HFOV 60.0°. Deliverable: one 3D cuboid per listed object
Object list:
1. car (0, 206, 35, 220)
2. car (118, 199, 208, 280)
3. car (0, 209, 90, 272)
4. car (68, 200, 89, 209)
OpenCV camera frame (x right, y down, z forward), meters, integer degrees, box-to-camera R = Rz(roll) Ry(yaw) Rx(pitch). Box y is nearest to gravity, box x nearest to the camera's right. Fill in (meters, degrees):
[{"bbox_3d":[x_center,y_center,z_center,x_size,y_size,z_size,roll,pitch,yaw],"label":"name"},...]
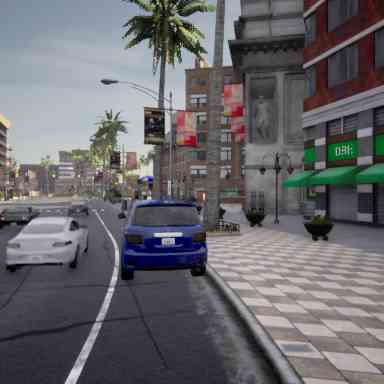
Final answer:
[{"bbox_3d":[-11.173,1.591,21.755,1.895,1.301,4.718,0,0,-18],"label":"car"},{"bbox_3d":[-1.055,1.218,10.220,2.150,2.045,5.566,0,0,-11],"label":"car"},{"bbox_3d":[-4.479,1.522,10.791,1.812,1.442,4.674,0,0,-12],"label":"car"},{"bbox_3d":[-11.118,1.516,32.608,1.812,1.442,4.674,0,0,-18],"label":"car"}]
